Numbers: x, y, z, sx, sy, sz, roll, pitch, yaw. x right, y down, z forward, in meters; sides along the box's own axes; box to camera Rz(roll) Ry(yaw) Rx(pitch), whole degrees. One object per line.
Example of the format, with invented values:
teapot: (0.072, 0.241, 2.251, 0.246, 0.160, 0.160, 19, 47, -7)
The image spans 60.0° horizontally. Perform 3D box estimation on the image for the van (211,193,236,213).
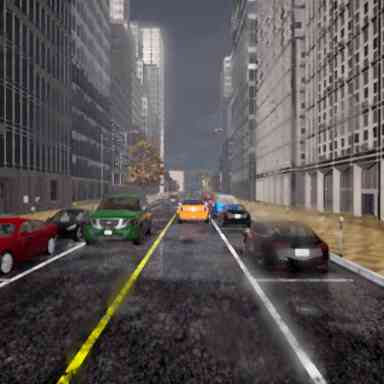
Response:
van: (2.688, 1.166, 27.272, 1.690, 1.788, 3.998, 0, 0, 0)

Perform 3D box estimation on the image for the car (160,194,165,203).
car: (-5.697, 1.216, 50.050, 2.008, 1.369, 4.403, 0, 0, 0)

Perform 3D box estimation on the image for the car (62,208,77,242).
car: (-5.691, 1.465, 15.894, 1.947, 1.339, 4.313, 0, 0, 0)

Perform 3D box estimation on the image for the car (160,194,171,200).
car: (-5.700, 1.047, 72.819, 2.008, 1.369, 4.403, 0, 0, 0)

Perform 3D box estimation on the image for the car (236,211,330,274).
car: (2.690, 1.502, 10.195, 1.947, 1.339, 4.313, 0, 0, 0)

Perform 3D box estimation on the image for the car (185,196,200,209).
car: (0.093, 1.251, 41.598, 1.812, 1.442, 4.674, 0, 1, 0)

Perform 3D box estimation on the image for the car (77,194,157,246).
car: (-3.105, 1.126, 15.089, 2.150, 2.045, 5.566, 0, 0, 0)

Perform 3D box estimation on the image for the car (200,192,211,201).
car: (2.682, 0.855, 67.115, 2.192, 1.841, 5.009, 0, 0, 0)

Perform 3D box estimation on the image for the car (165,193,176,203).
car: (-3.072, 1.149, 55.823, 1.812, 1.442, 4.674, 0, 0, 0)

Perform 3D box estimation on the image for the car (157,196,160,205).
car: (-5.696, 1.232, 44.187, 1.752, 1.417, 4.829, 0, 0, 0)

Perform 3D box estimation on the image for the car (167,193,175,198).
car: (-5.703, 0.945, 89.894, 1.802, 1.307, 4.206, 0, 0, 0)

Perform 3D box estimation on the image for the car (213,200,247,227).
car: (2.689, 1.429, 21.579, 1.947, 1.339, 4.313, 0, 0, 0)

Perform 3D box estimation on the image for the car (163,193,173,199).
car: (-5.702, 1.019, 78.511, 1.947, 1.339, 4.313, 0, 0, 0)

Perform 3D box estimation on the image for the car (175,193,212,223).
car: (0.096, 1.199, 24.238, 2.097, 1.767, 4.553, 0, 1, 0)

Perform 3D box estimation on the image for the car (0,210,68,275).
car: (-5.690, 1.480, 10.202, 1.887, 1.381, 4.507, 0, 0, 0)
